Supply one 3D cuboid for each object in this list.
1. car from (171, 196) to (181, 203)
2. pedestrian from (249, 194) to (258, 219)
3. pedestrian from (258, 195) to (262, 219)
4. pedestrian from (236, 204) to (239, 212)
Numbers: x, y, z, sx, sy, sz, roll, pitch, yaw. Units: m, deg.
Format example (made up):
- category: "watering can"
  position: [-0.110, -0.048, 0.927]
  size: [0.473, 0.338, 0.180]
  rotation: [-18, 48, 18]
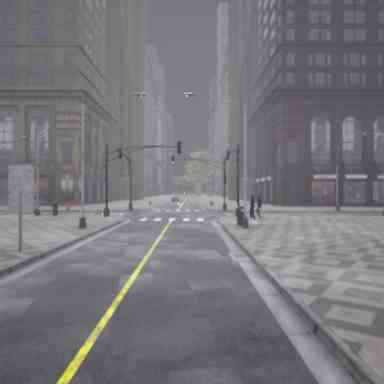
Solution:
- category: "car"
  position: [-3.256, 1.420, 66.960]
  size: [2.033, 1.411, 5.357]
  rotation: [0, 0, 0]
- category: "pedestrian"
  position: [4.489, 1.092, 24.523]
  size: [0.375, 1.860, 0.375]
  rotation: [0, 0, 0]
- category: "pedestrian"
  position: [5.094, 1.095, 25.126]
  size: [0.375, 1.860, 0.375]
  rotation: [0, 0, 0]
- category: "pedestrian"
  position: [3.533, 1.466, 25.720]
  size: [0.500, 1.100, 0.500]
  rotation: [0, 0, 0]
